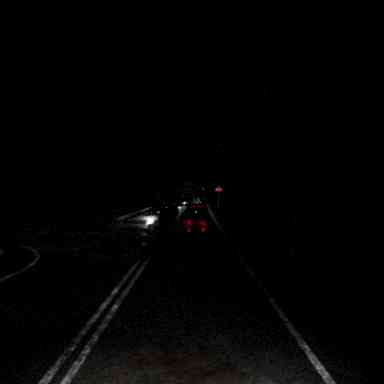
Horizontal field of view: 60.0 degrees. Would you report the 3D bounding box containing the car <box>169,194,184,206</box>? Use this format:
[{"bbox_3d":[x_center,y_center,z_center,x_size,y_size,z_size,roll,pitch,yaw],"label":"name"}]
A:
[{"bbox_3d":[-2.653,1.319,48.239,1.837,1.490,4.892,0,0,2],"label":"car"}]

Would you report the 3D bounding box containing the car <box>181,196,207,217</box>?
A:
[{"bbox_3d":[0.374,1.413,29.763,2.128,1.511,4.902,0,0,1],"label":"car"}]

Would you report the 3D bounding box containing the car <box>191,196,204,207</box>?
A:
[{"bbox_3d":[0.802,1.334,49.104,1.812,1.442,4.674,0,0,1],"label":"car"}]

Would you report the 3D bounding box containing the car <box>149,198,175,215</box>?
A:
[{"bbox_3d":[-3.026,1.508,32.564,1.895,1.301,4.718,0,0,1],"label":"car"}]
